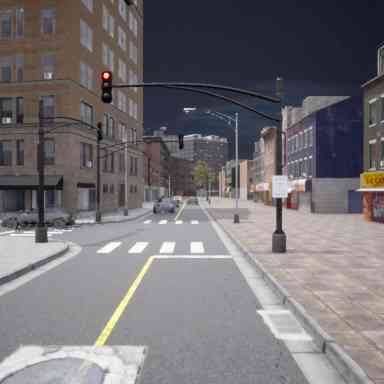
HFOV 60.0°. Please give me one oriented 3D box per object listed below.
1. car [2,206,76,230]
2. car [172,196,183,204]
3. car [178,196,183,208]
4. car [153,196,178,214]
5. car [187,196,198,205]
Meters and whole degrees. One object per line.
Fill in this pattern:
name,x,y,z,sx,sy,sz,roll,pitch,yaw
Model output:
car,-9.504,1.602,20.910,4.181,1.385,1.994,0,1,-4
car,-2.764,1.498,63.760,1.882,1.535,5.008,0,0,0
car,-2.832,1.559,49.879,2.033,1.411,5.357,0,0,0
car,-2.839,1.357,34.724,2.097,1.767,4.553,0,0,0
car,0.118,1.509,59.158,2.128,1.511,4.902,0,0,0
